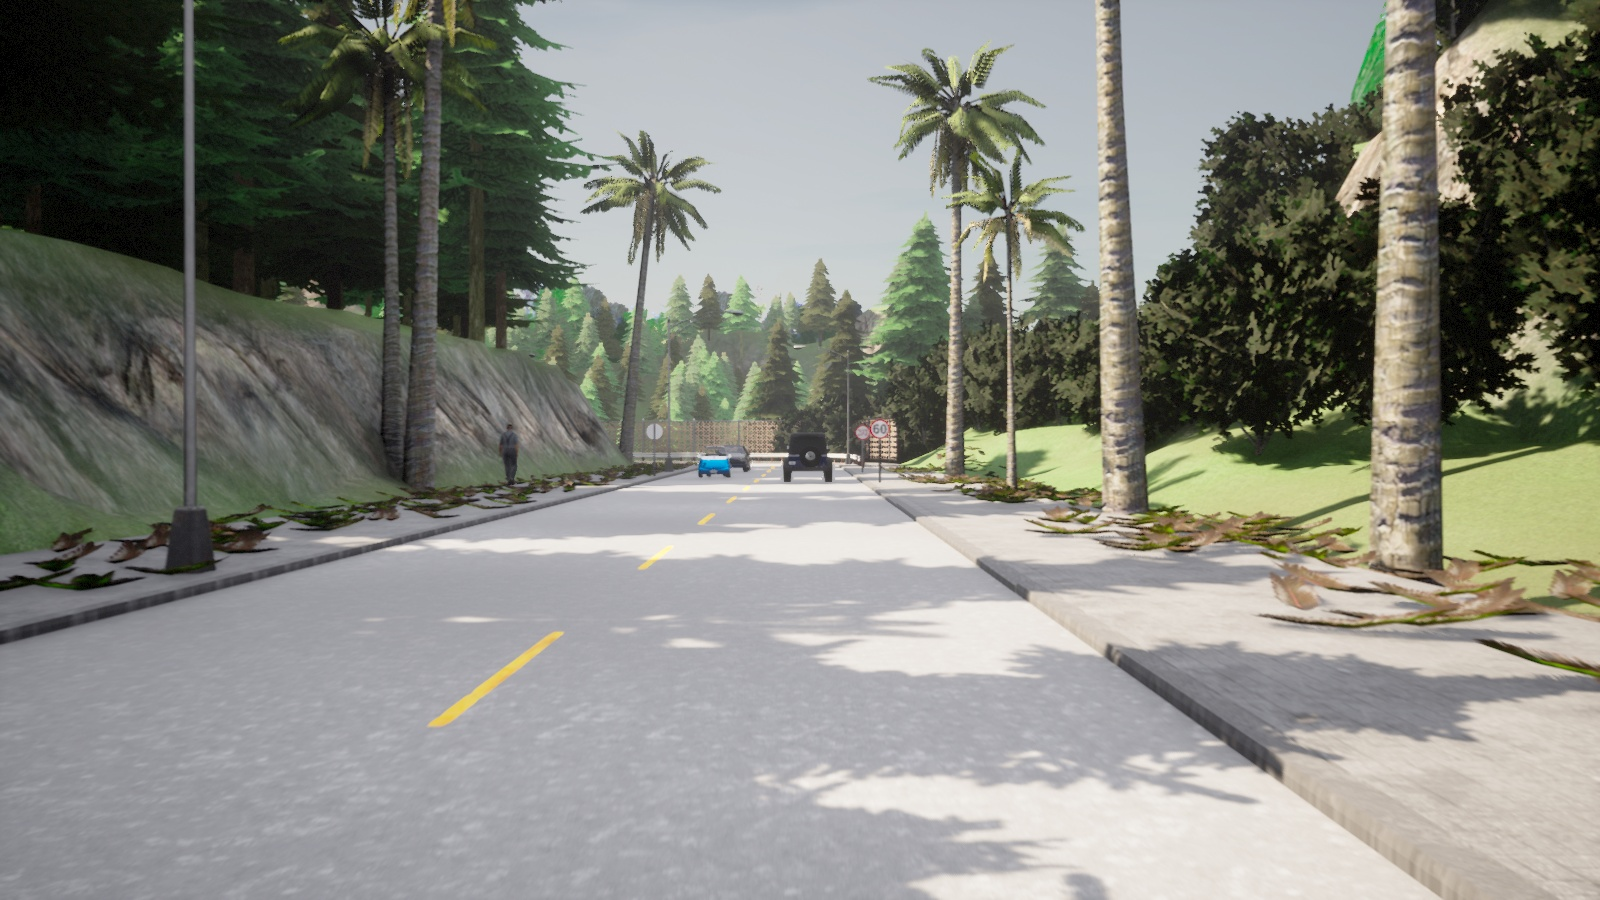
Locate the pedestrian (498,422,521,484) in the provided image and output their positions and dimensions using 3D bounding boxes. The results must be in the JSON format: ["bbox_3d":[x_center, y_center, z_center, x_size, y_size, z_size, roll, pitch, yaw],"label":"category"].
[{"bbox_3d":[-8.804,0.089,38.077,0.540,1.848,0.694,0,0,0],"label":"pedestrian"}]

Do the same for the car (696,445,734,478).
[{"bbox_3d":[-3.659,0.494,54.141,1.481,1.376,2.207,0,0,0],"label":"car"}]

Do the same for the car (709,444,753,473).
[{"bbox_3d":[-3.586,0.419,66.149,2.033,1.411,5.357,0,0,0],"label":"car"}]

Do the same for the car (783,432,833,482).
[{"bbox_3d":[0.310,0.266,49.022,1.905,1.878,3.866,0,0,0],"label":"car"}]
